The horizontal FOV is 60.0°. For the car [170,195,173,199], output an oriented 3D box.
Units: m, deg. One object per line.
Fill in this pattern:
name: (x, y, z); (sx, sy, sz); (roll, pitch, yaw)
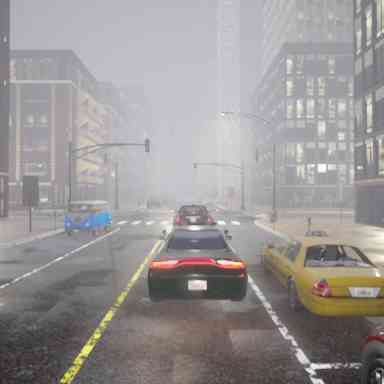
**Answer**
car: (-5.744, 1.878, 73.452); (1.802, 1.307, 4.206); (0, 0, 0)

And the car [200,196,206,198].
car: (2.651, 1.726, 56.642); (1.752, 1.417, 4.829); (0, 0, 0)

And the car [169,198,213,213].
car: (0.070, 1.399, 18.565); (2.097, 1.767, 4.553); (0, 0, 0)

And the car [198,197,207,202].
car: (2.626, 1.936, 84.785); (1.947, 1.339, 4.313); (0, 0, 0)

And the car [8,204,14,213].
car: (-19.047, 1.261, 29.419); (5.009, 1.841, 2.192); (0, -1, 0)

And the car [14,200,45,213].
car: (-19.085, 1.598, 37.795); (4.507, 1.381, 1.887); (0, -1, 0)

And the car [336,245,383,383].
car: (2.704, 1.444, 1.834); (1.967, 1.590, 4.097); (1, 0, 0)

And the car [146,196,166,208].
car: (-5.723, 1.489, 50.803); (2.192, 1.841, 5.009); (0, 0, 0)

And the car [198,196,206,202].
car: (2.622, 1.848, 90.449); (1.967, 1.590, 4.097); (0, 0, 0)

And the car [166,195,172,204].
car: (-5.740, 1.827, 67.789); (1.947, 1.339, 4.313); (0, 0, 0)

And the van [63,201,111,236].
van: (-5.674, 1.387, 18.398); (1.690, 1.788, 3.998); (1, 0, 0)

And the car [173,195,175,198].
car: (-5.748, 1.772, 79.116); (1.967, 1.590, 4.097); (0, 0, 0)

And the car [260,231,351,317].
car: (2.701, 1.541, 7.528); (1.752, 1.417, 4.829); (1, 0, 0)

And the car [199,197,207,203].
car: (2.631, 1.859, 79.292); (1.752, 1.417, 4.829); (0, 0, 0)

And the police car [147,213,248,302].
police car: (0.095, 1.523, 8.454); (2.038, 1.542, 4.974); (0, 0, 0)
